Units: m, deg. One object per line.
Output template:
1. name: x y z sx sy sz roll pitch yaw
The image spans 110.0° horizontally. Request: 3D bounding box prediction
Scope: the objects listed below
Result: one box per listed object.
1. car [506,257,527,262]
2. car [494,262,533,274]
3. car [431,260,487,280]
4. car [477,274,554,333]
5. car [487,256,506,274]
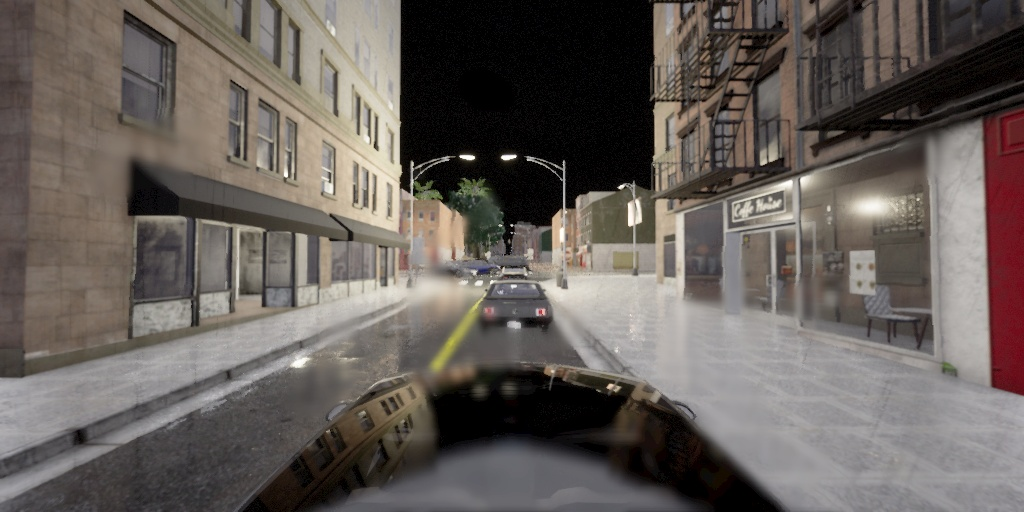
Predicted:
1. car: -0.856 1.078 39.582 5.566 2.045 2.150 0 0 -1
2. car: 0.140 1.315 20.995 1.837 1.490 4.892 0 0 1
3. car: -4.831 1.187 30.315 4.902 1.511 2.128 -1 -1 40
4. car: 0.099 1.382 10.849 1.895 1.301 4.718 0 0 0
5. car: -3.203 1.165 36.132 4.553 1.767 2.097 0 -1 -1
